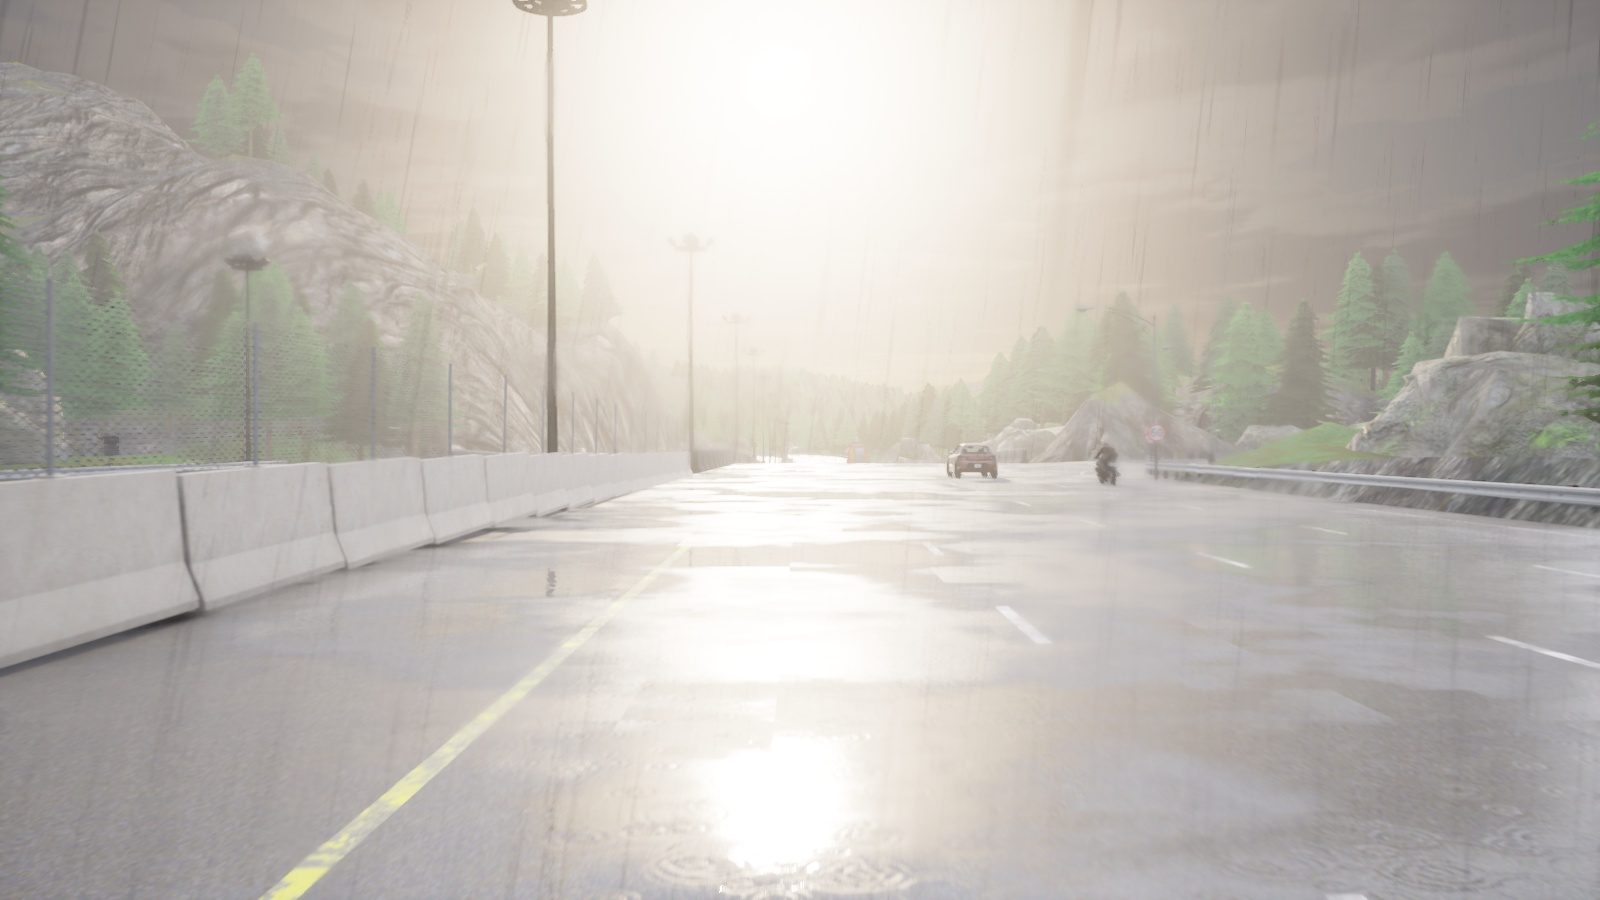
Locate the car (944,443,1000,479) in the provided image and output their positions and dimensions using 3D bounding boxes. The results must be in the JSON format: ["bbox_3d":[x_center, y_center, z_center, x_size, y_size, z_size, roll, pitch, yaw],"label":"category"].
[{"bbox_3d":[7.255,0.456,53.346,1.816,1.474,4.193,0,0,0],"label":"car"}]

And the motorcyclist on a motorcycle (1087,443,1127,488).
[{"bbox_3d":[10.727,0.533,43.917,0.866,1.530,2.191,0,0,0],"label":"motorcyclist on a motorcycle"}]
